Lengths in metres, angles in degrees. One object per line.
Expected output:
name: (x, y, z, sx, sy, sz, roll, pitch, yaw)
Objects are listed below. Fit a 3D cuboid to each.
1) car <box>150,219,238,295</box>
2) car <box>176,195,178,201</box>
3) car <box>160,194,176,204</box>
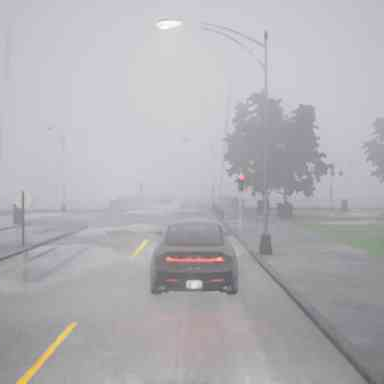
car: (0.057, 1.446, 8.572, 1.837, 1.490, 4.892, 0, 0, 0)
car: (-4.022, 1.086, 69.181, 1.994, 1.385, 4.181, 0, 0, 0)
car: (-4.089, 1.238, 53.686, 1.895, 1.301, 4.718, 0, 0, 0)
